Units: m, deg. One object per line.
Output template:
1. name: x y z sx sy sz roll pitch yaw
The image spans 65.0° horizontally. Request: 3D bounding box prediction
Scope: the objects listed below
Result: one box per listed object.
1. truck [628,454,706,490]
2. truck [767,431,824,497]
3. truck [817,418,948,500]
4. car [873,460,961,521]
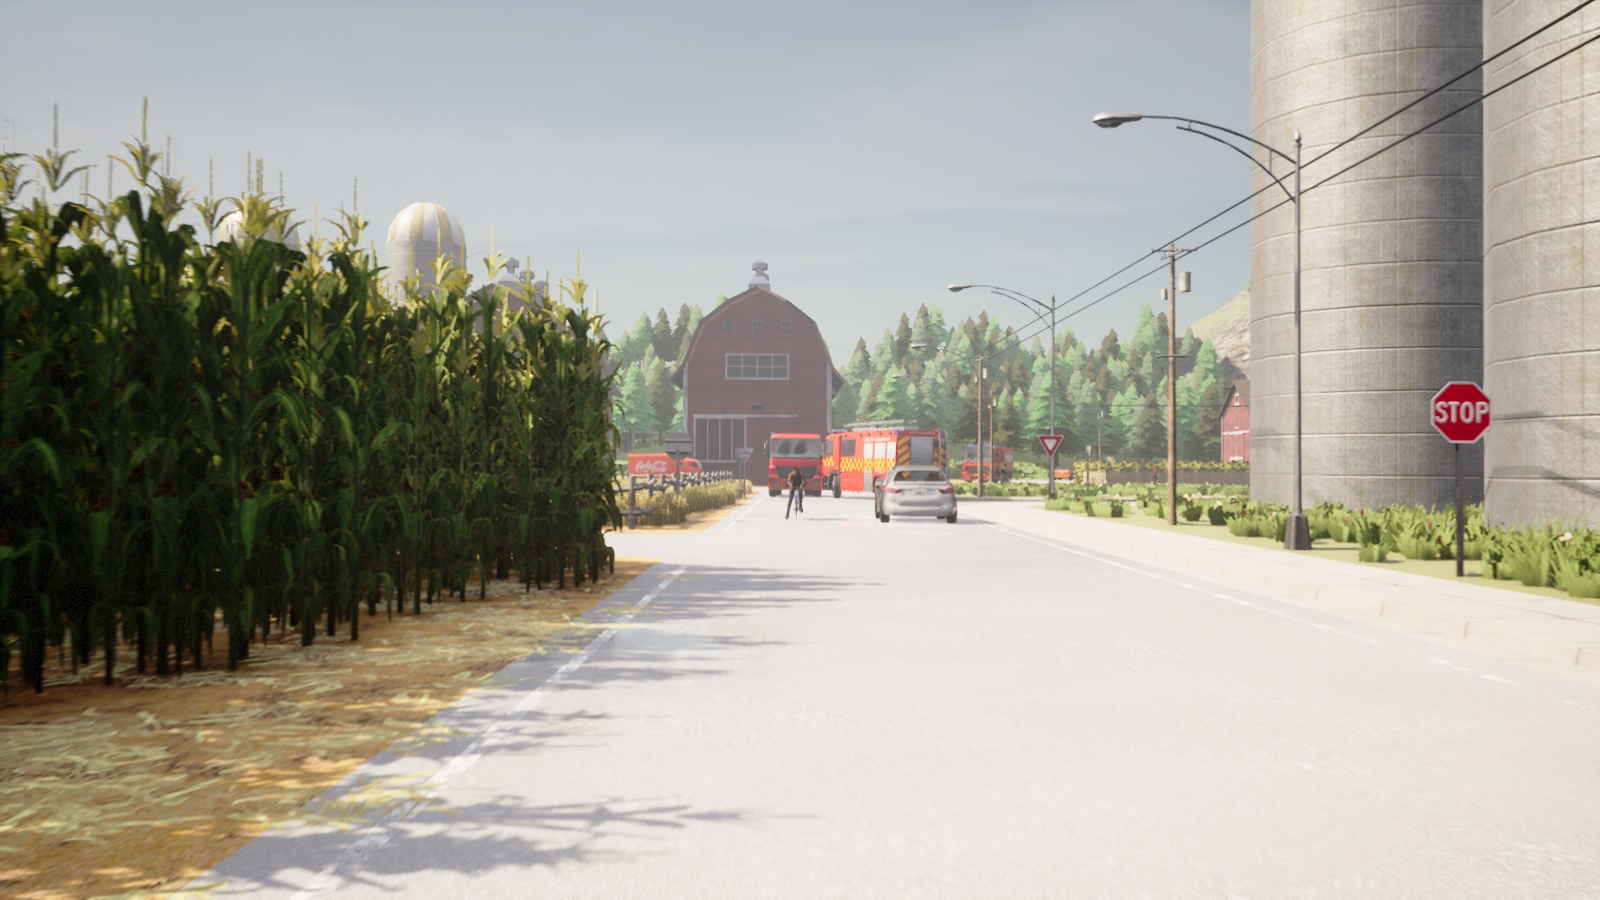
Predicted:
1. truck: -9.417 1.570 89.011 5.204 2.467 2.627 0 -1 1
2. truck: -0.323 0.782 69.510 2.891 3.462 7.936 0 -1 -2
3. truck: 3.939 0.496 62.637 2.891 3.827 8.468 0 -1 -24
4. car: 3.383 1.158 37.188 2.242 1.667 4.611 0 -1 1
